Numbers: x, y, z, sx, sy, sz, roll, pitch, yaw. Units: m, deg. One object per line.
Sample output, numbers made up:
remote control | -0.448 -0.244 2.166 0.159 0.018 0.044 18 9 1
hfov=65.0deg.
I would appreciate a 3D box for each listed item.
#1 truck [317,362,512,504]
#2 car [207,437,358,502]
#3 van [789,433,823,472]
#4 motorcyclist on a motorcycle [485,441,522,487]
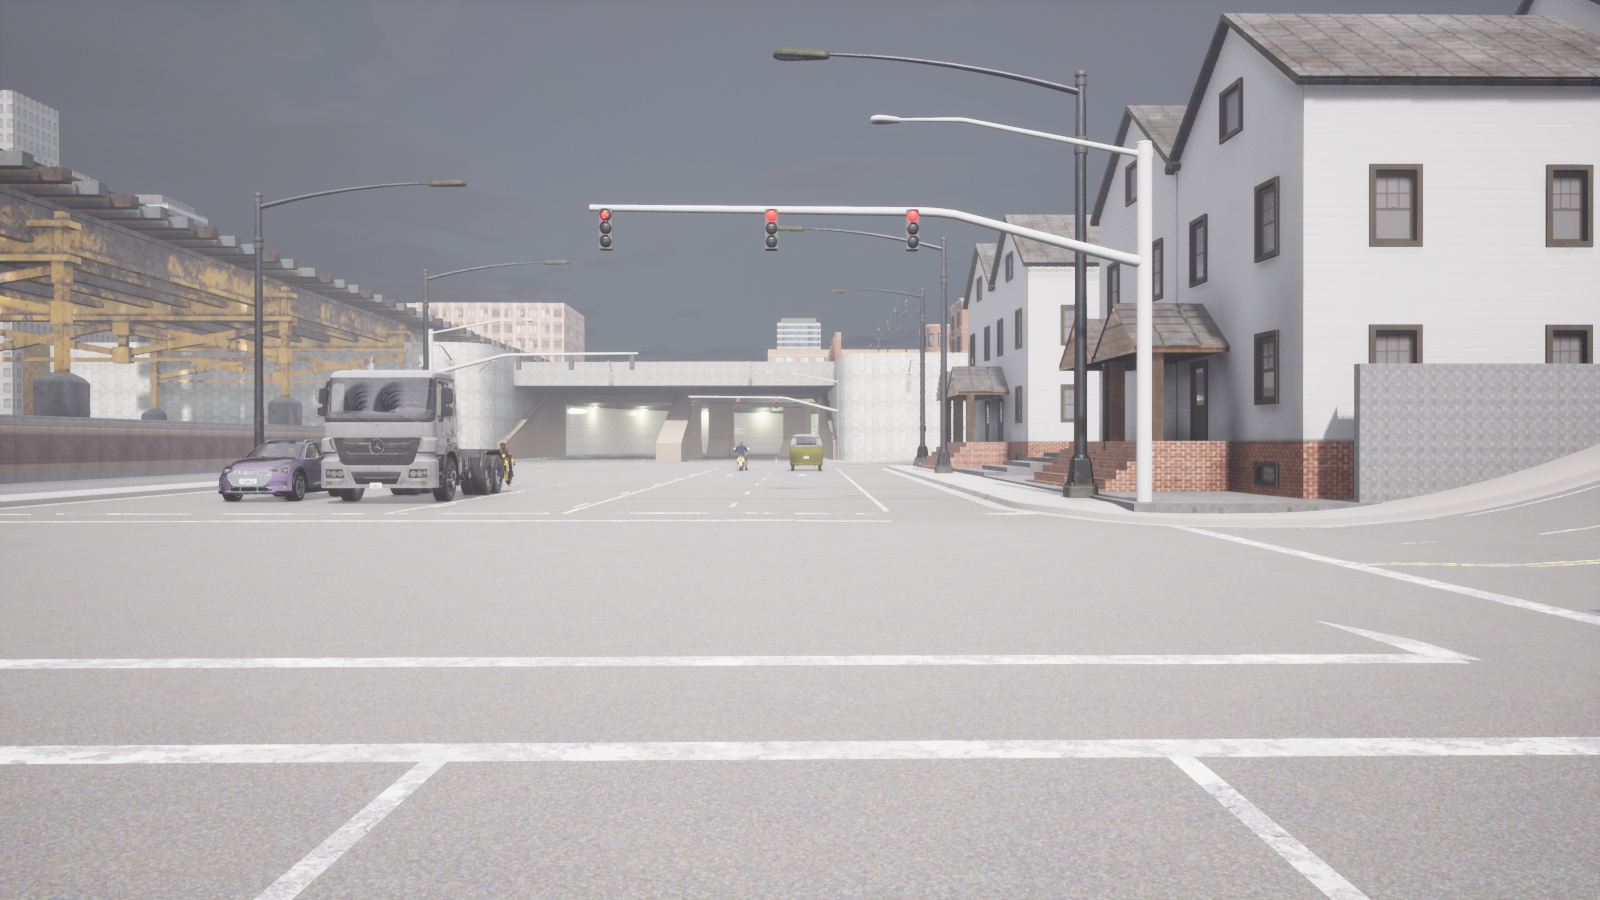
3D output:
truck | -10.315 -0.439 34.598 2.891 3.462 7.936 0 0 0
car | -13.823 0.474 33.899 2.033 1.649 4.856 0 0 0
van | 0.340 0.117 67.674 1.775 1.987 4.442 0 0 0
motorcyclist on a motorcycle | -10.277 0.470 43.538 0.797 1.523 2.044 0 1 0
